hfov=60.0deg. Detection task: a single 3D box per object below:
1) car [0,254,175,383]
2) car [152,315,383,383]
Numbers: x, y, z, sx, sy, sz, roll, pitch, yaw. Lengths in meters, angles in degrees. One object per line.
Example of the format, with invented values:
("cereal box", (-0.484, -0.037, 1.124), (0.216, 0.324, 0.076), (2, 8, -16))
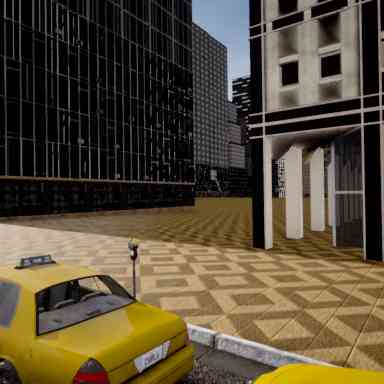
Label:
("car", (-2.256, 1.527, 4.487), (4.829, 1.417, 1.752), (0, -1, 35))
("car", (2.247, 1.525, 1.291), (4.829, 1.417, 1.752), (0, -1, 35))
